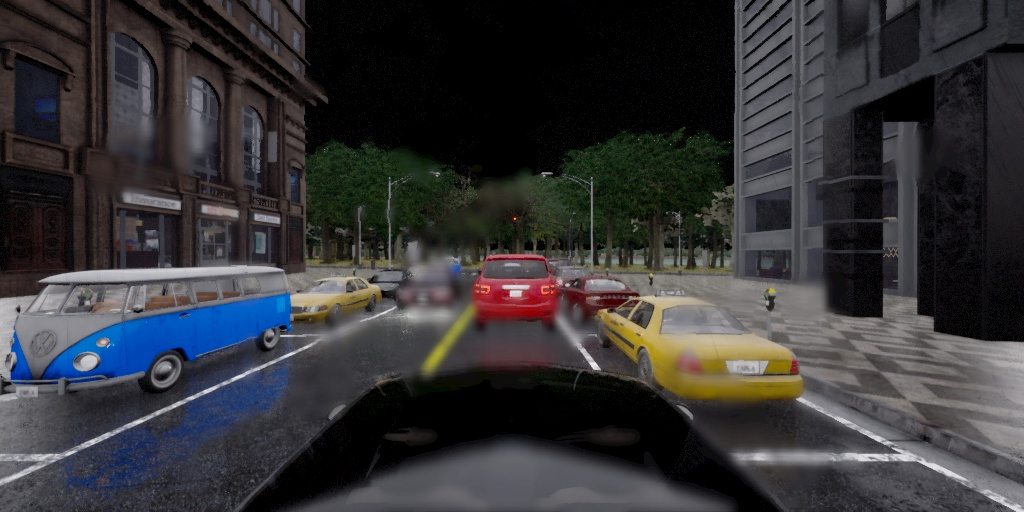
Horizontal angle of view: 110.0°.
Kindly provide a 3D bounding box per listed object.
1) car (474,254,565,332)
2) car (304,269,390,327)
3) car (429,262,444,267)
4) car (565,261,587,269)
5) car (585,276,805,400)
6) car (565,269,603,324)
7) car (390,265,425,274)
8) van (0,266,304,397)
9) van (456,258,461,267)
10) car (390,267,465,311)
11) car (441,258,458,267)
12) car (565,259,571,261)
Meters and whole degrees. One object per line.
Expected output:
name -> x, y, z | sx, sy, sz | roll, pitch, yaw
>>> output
car -> 0.105, 0.972, 11.053 | 2.150, 2.045, 5.566 | 0, 0, 0
car -> -5.761, 1.276, 11.627 | 1.751, 1.417, 4.829 | 0, 0, 0
car -> -5.759, 1.277, 22.502 | 1.751, 1.417, 4.829 | 0, 0, 0
car -> 2.765, 1.190, 17.232 | 1.967, 1.591, 4.097 | 0, 0, 0
car -> 2.763, 1.275, 6.527 | 1.751, 1.417, 4.829 | 0, 0, 0
car -> 2.764, 1.295, 11.795 | 1.888, 1.381, 4.507 | 0, 0, 0
car -> -5.760, 1.317, 17.234 | 1.948, 1.339, 4.313 | 0, 0, 0
van -> -5.762, 1.091, 6.360 | 1.690, 1.789, 3.998 | 0, 0, 0
van -> -5.756, 1.095, 33.547 | 1.690, 1.789, 3.998 | 0, 0, 0
car -> -3.091, 1.314, 14.397 | 1.994, 1.385, 4.181 | 0, 0, 0
car -> -5.758, 1.193, 28.109 | 1.967, 1.591, 4.097 | 0, 0, 0
car -> 2.766, 1.066, 22.670 | 2.192, 1.841, 5.009 | 0, 0, 0
